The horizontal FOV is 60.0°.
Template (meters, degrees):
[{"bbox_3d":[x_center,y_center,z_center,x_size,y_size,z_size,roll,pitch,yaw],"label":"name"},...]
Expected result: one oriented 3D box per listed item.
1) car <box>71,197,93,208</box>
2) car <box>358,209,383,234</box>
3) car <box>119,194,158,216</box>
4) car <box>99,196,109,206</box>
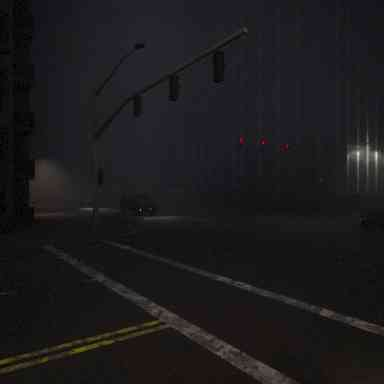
[{"bbox_3d":[-16.646,1.493,49.627,2.128,1.511,4.902,0,0,-35],"label":"car"},{"bbox_3d":[11.360,1.564,18.067,4.181,1.385,1.994,0,0,16],"label":"car"},{"bbox_3d":[-5.499,1.218,33.566,2.150,2.045,5.566,0,1,-35],"label":"car"},{"bbox_3d":[-15.039,1.478,53.628,1.882,1.535,5.008,0,0,-35],"label":"car"}]
